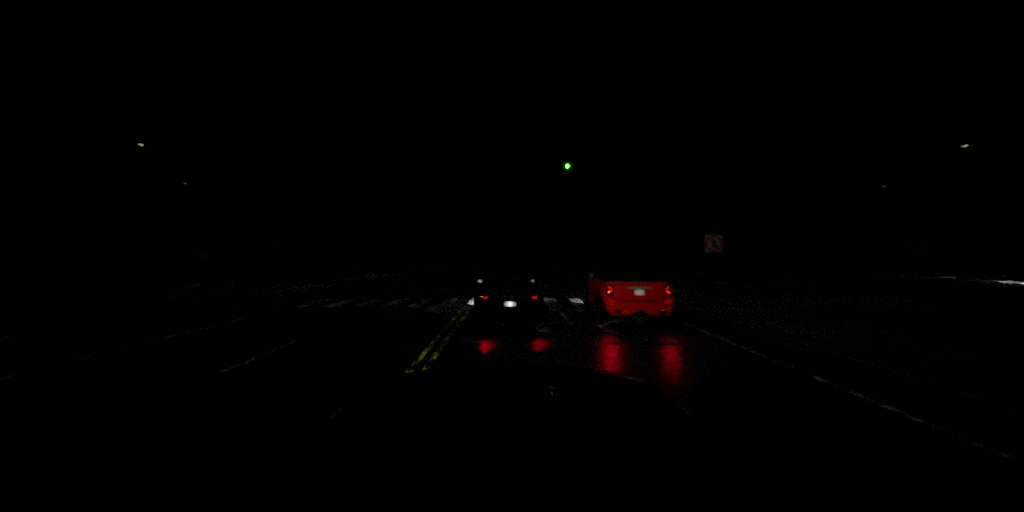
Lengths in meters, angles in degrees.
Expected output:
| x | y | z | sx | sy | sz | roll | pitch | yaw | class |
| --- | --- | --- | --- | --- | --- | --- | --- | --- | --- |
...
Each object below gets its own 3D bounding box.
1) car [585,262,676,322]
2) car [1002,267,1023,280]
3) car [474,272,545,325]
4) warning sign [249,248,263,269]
| x | y | z | sx | sy | sz | roll | pitch | yaw | class |
| --- | --- | --- | --- | --- | --- | --- | --- | --- | --- |
| 3.670 | 0.985 | 11.899 | 2.097 | 1.767 | 4.553 | 0 | 1 | 5 | car |
| 42.171 | 1.356 | 28.546 | 4.181 | 1.385 | 1.994 | 1 | 1 | 2 | car |
| -0.162 | 1.202 | 11.334 | 1.994 | 1.385 | 4.181 | 0 | 1 | -3 | car |
| -23.448 | 0.236 | 33.026 | 1.060 | 1.860 | 1.300 | 0 | 0 | 1 | warning sign |
